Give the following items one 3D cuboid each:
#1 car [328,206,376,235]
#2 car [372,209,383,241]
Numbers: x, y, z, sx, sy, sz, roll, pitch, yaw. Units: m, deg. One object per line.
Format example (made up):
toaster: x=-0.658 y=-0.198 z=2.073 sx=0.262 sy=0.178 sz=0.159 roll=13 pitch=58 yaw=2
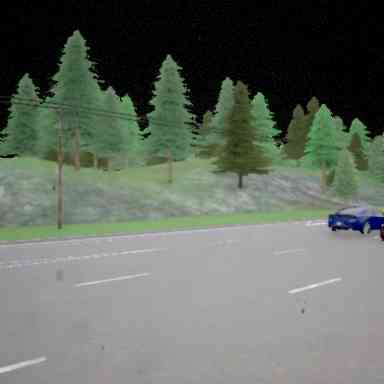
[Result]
car: x=9.969 y=1.563 z=19.401 sx=5.008 sy=1.535 sz=1.882 roll=0 pitch=-1 yaw=-35
car: x=10.648 y=1.620 z=15.592 sx=4.181 sy=1.385 sz=1.994 roll=0 pitch=-1 yaw=-35
